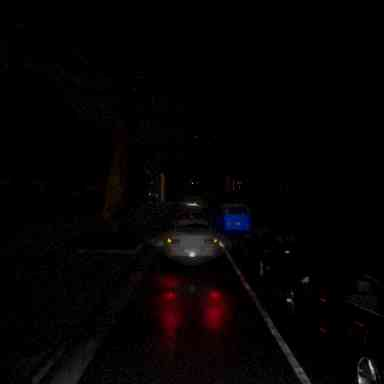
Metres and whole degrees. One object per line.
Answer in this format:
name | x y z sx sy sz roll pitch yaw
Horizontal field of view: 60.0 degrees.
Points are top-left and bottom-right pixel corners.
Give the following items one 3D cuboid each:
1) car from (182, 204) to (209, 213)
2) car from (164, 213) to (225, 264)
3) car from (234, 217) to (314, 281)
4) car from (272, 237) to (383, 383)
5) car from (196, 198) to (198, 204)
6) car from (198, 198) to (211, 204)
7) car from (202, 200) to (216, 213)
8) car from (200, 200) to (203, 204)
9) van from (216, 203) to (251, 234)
car | 0.025 1.875 25.217 2.033 1.411 5.357 0 -1 1
car | 0.042 1.683 12.297 1.812 1.442 4.674 0 -1 1
car | 2.648 1.678 10.039 2.008 1.369 4.403 1 -1 0
car | 2.648 1.625 4.591 1.947 1.339 4.313 1 -1 0
car | 2.650 2.773 85.507 1.887 1.381 4.507 1 -1 0
car | 2.652 2.124 59.083 2.192 1.841 5.009 1 -1 0
car | 2.649 2.096 42.904 1.752 1.417 4.829 1 -1 0
car | 2.648 2.309 53.631 1.802 1.307 4.206 1 -1 0
van | 2.651 1.611 20.940 1.690 1.788 3.998 1 -1 0
